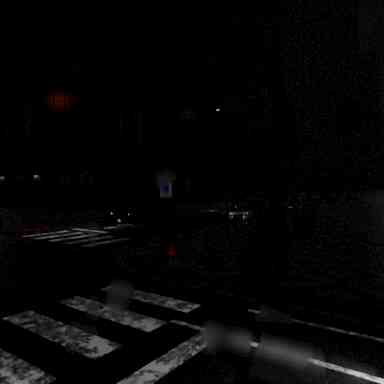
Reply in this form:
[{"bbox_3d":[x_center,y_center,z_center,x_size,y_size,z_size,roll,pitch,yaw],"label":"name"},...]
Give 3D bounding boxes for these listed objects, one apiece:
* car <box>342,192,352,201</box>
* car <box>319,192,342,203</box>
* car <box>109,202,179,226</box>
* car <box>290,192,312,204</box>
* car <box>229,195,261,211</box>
[{"bbox_3d":[25.433,0.655,55.675,1.882,1.535,5.008,0,1,36],"label":"car"},{"bbox_3d":[19.549,0.816,47.448,1.837,1.490,4.892,0,1,36],"label":"car"},{"bbox_3d":[-2.998,1.354,21.435,1.895,1.301,4.718,0,1,36],"label":"car"},{"bbox_3d":[15.444,0.810,47.098,1.882,1.535,5.008,0,1,36],"label":"car"},{"bbox_3d":[5.456,1.085,33.234,1.812,1.442,4.674,0,1,36],"label":"car"}]
